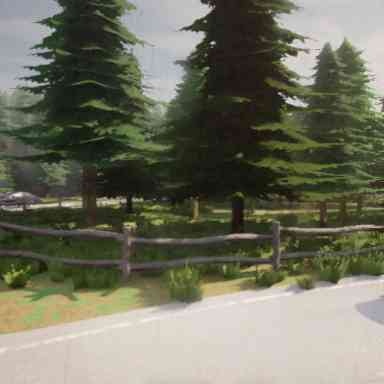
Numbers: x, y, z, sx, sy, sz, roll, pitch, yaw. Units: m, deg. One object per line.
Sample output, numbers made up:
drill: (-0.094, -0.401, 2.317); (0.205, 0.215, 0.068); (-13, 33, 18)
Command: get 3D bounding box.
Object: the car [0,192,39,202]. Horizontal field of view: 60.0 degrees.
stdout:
car: (-16.305, 0.711, 30.312); (2.128, 1.511, 4.902); (1, 1, 23)
